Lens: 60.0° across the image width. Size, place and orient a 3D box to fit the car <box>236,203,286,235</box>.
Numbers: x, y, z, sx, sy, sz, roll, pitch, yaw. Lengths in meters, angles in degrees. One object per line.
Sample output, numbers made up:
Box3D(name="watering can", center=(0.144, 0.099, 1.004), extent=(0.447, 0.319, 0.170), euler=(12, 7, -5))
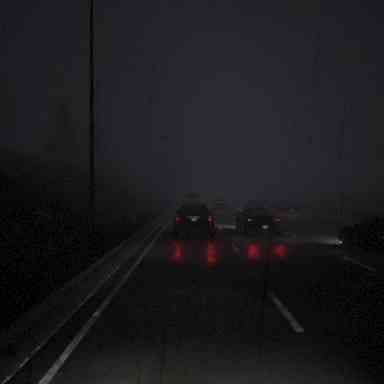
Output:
Box3D(name="car", center=(3.597, 1.539, 18.641), extent=(1.812, 1.442, 4.674), euler=(0, 0, 0))

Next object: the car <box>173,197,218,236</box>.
Box3D(name="car", center=(0.099, 1.367, 18.436), extent=(2.097, 1.767, 4.553), euler=(0, 0, 0))

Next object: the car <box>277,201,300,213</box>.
Box3D(name="car", center=(10.596, 1.625, 37.657), extent=(1.895, 1.301, 4.718), euler=(0, 0, 0))

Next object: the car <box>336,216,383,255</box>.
Box3D(name="car", center=(7.090, 1.553, 11.769), extent=(2.033, 1.411, 5.357), euler=(0, 0, 0))

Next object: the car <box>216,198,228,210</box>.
Box3D(name="car", center=(3.599, 1.523, 43.789), extent=(2.128, 1.511, 4.902), euler=(0, 0, 0))

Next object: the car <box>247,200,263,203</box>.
Box3D(name="car", center=(7.100, 1.573, 37.677), extent=(2.033, 1.411, 5.357), euler=(0, 0, 0))

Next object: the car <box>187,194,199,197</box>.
Box3D(name="car", center=(0.095, 1.258, 49.262), extent=(2.150, 2.045, 5.566), euler=(0, 0, 0))
